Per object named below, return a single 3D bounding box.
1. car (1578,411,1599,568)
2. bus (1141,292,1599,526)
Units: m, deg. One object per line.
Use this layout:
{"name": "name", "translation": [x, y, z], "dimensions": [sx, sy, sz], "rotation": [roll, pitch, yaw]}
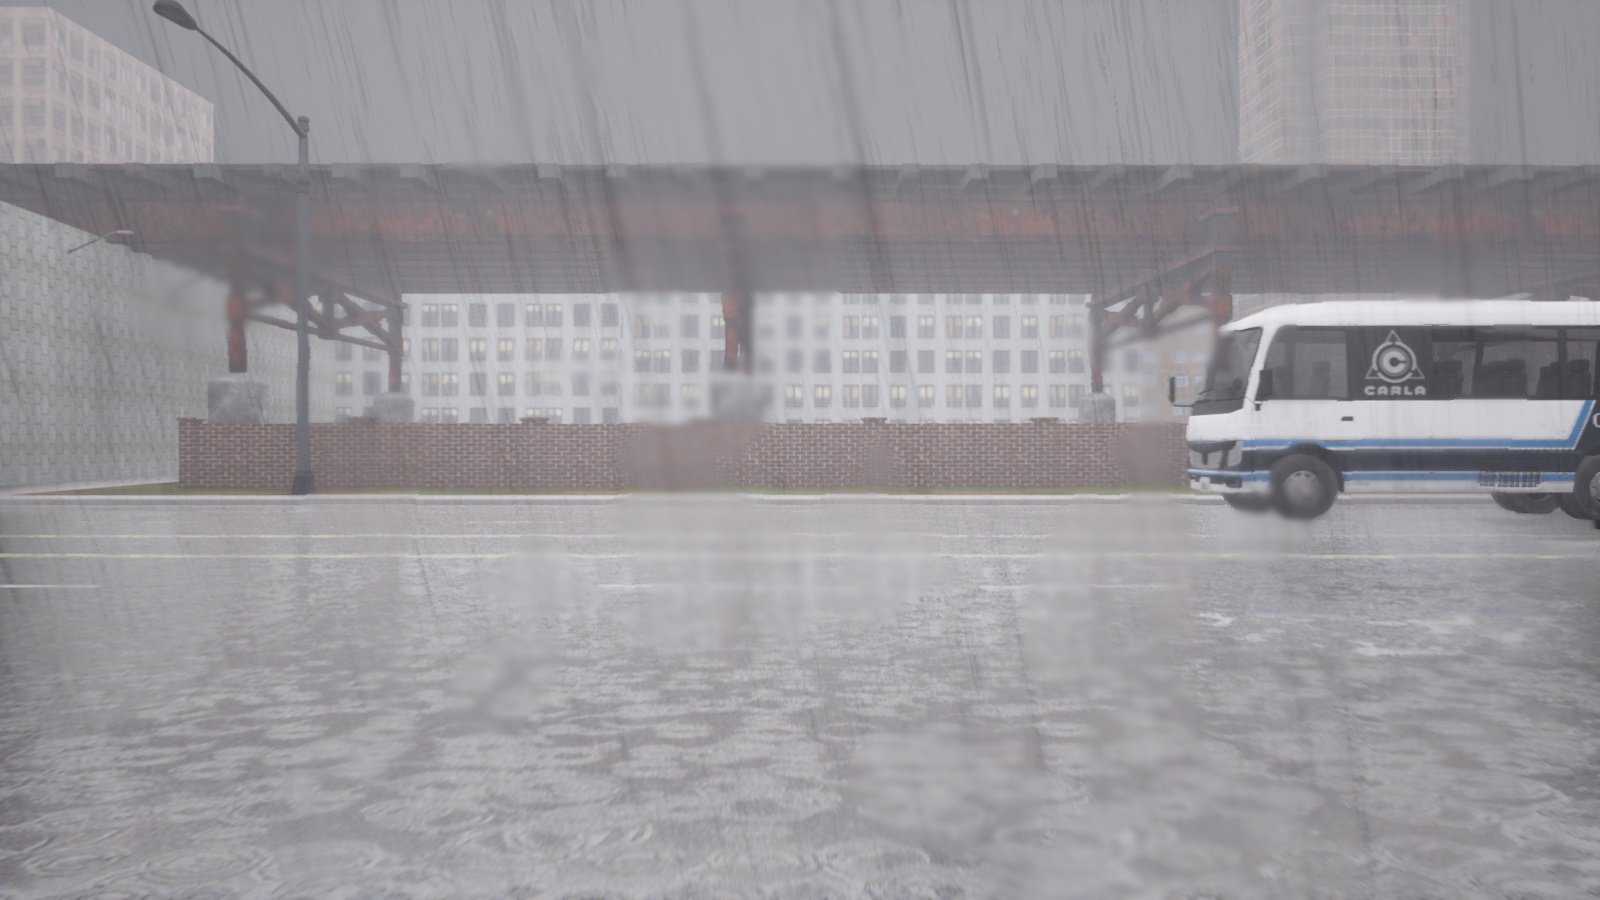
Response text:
{"name": "car", "translation": [11.464, 0.468, 14.420], "dimensions": [3.866, 1.878, 1.905], "rotation": [0, 0, 1]}
{"name": "bus", "translation": [12.420, -0.760, 24.890], "dimensions": [10.273, 4.253, 3.944], "rotation": [0, 0, 1]}
